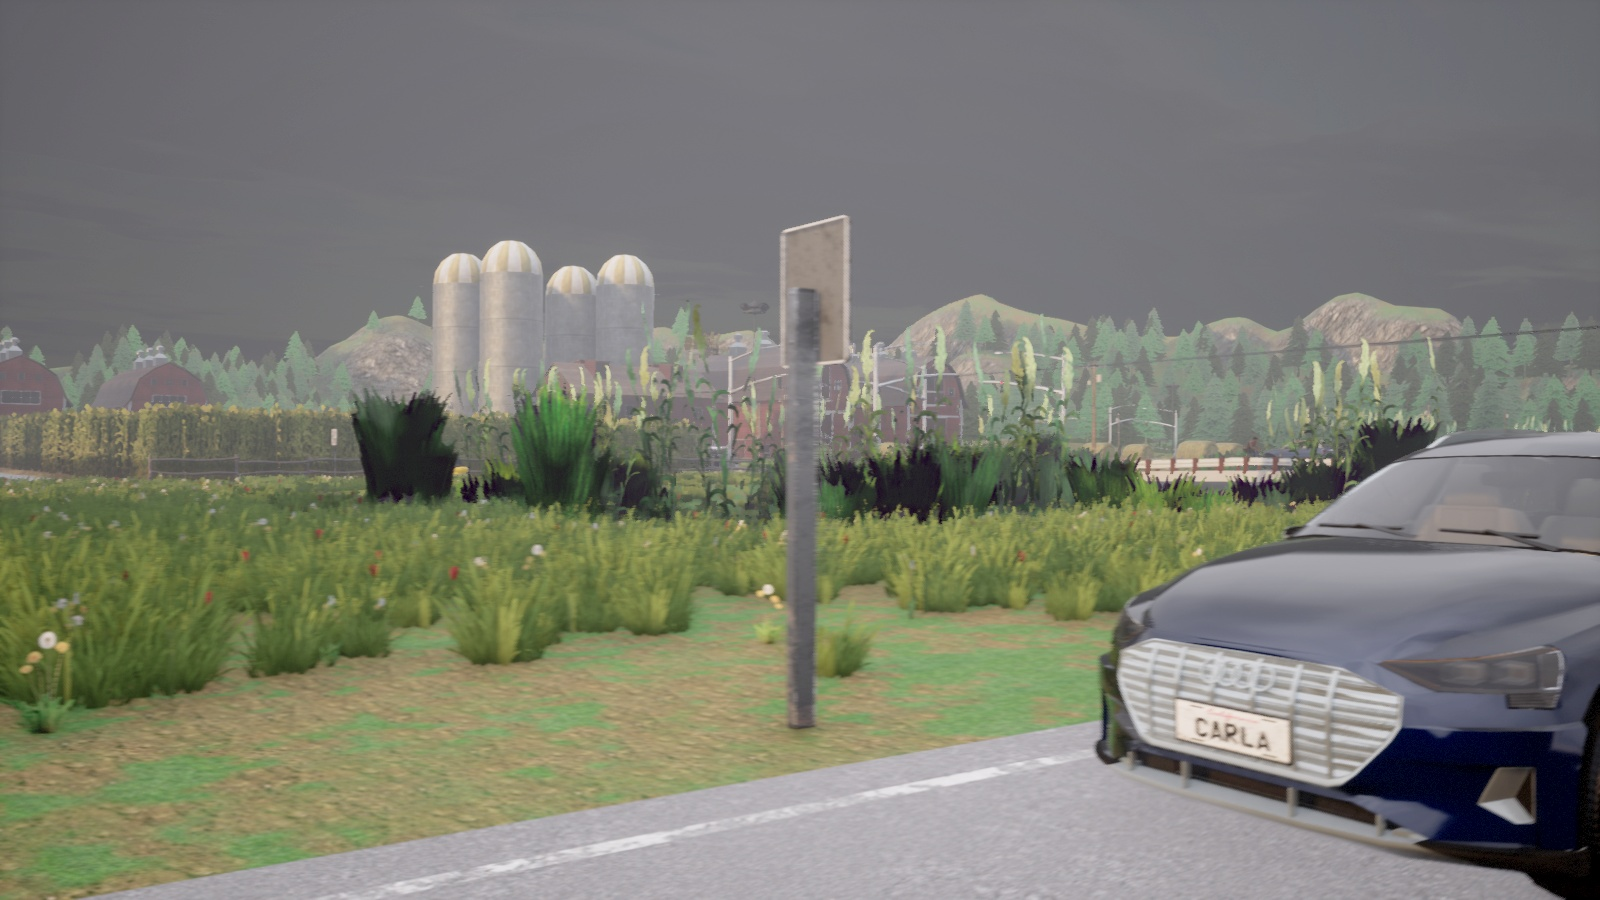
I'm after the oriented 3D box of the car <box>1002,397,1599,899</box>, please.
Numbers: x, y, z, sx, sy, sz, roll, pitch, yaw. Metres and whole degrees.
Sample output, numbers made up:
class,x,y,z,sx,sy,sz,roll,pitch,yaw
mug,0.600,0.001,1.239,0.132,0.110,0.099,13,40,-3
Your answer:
class,x,y,z,sx,sy,sz,roll,pitch,yaw
car,3.398,0.681,5.659,4.856,1.649,2.033,0,0,-35

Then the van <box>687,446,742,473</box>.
class,x,y,z,sx,sy,sz,roll,pitch,yaw
van,-6.695,0.722,97.900,2.069,2.038,4.480,0,0,-41

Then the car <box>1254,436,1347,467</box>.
class,x,y,z,sx,sy,sz,roll,pitch,yaw
car,24.691,0.110,62.086,1.970,1.475,3.806,0,-1,-33
